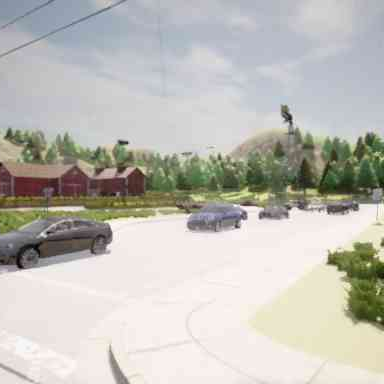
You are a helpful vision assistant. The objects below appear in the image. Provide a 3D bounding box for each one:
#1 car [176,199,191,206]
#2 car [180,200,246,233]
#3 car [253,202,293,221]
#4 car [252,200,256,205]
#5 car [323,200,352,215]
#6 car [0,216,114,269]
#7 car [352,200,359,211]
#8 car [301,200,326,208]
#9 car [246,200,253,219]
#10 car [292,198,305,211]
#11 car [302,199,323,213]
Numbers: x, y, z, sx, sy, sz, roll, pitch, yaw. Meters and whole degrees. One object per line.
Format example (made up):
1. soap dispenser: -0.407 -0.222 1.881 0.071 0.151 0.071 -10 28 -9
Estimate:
1. car: -0.308 1.969 51.182 4.605 1.855 1.932 -1 -1 33
2. car: 1.510 1.633 22.194 2.097 1.767 4.553 -1 -1 33
3. car: 7.870 1.952 31.993 1.994 1.385 4.181 -1 -1 33
4. car: 11.874 2.384 70.072 3.905 1.438 1.784 -1 -1 33
5. car: 17.807 1.946 40.629 1.882 1.535 5.008 -1 -1 33
6. car: -5.024 1.663 12.017 2.128 1.511 4.902 -1 -1 32
7. car: 23.246 1.912 49.120 2.097 1.767 4.553 -1 -1 33
8. car: 23.285 2.257 64.013 4.193 1.474 1.816 -1 -1 33
9. car: 3.085 1.885 32.192 4.611 1.667 2.242 -1 -1 33
10. car: 16.363 1.937 52.432 3.866 1.878 1.905 -1 -1 33
11. car: 17.154 2.104 46.150 1.812 1.442 4.674 -1 -1 33
